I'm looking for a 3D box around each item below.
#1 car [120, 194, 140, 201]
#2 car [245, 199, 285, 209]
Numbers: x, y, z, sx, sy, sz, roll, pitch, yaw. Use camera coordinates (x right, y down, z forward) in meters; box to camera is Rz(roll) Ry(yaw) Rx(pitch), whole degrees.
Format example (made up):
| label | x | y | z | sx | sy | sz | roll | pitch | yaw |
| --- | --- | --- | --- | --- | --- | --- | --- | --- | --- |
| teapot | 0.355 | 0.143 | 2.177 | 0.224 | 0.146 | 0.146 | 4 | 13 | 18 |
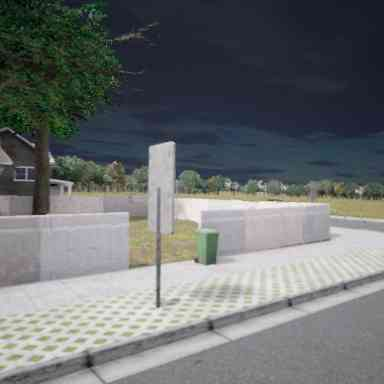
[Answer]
| label | x | y | z | sx | sy | sz | roll | pitch | yaw |
| --- | --- | --- | --- | --- | --- | --- | --- | --- | --- |
| car | -9.386 | 1.074 | 51.799 | 2.033 | 1.411 | 5.357 | 1 | 0 | -36 |
| car | 6.606 | 1.393 | 29.694 | 1.837 | 1.490 | 4.892 | 1 | 0 | -36 |
